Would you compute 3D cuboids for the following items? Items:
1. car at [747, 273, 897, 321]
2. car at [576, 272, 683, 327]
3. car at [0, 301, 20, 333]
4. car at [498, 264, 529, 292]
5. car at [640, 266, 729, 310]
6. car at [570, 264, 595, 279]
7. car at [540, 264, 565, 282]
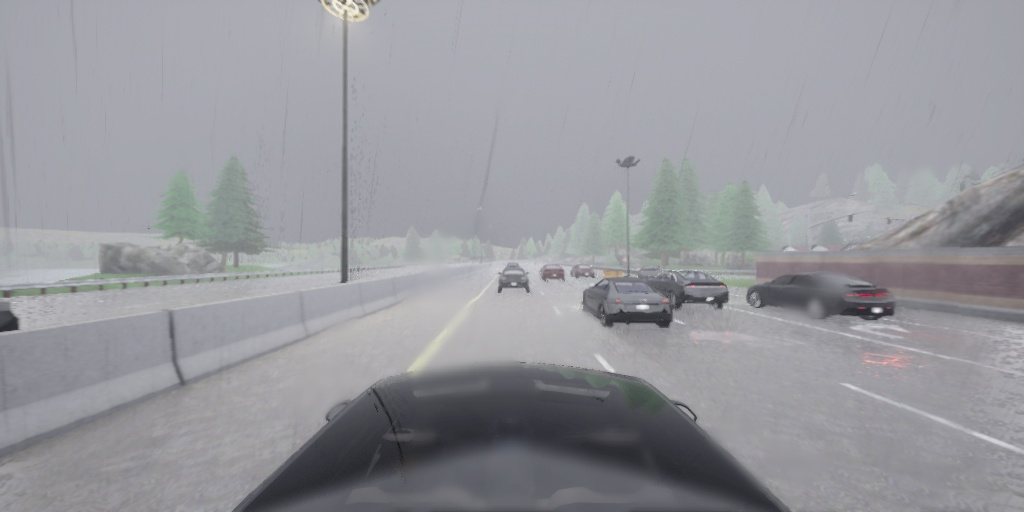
[{"bbox_3d":[10.603,1.342,12.835,1.837,1.490,4.892,0,0,0],"label":"car"},{"bbox_3d":[3.603,1.394,11.891,1.994,1.385,4.181,0,0,0],"label":"car"},{"bbox_3d":[-10.572,1.268,4.908,2.128,1.511,4.902,0,0,0],"label":"car"},{"bbox_3d":[0.107,1.442,22.795,1.812,1.442,4.674,0,0,0],"label":"car"},{"bbox_3d":[7.104,1.349,15.288,2.128,1.511,4.902,0,0,0],"label":"car"},{"bbox_3d":[7.112,1.547,36.287,1.812,1.442,4.674,0,0,0],"label":"car"},{"bbox_3d":[3.610,1.472,32.790,1.882,1.535,5.008,0,0,0],"label":"car"}]
